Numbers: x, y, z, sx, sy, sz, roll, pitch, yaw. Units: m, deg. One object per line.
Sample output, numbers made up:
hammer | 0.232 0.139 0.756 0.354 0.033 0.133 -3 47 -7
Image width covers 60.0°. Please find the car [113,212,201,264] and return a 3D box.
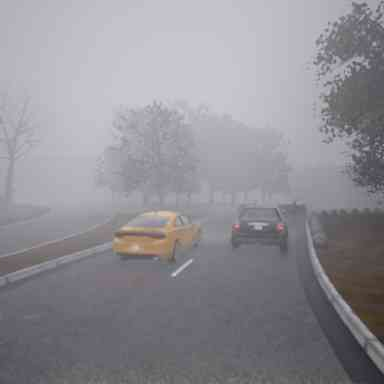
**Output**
car | -1.002 1.441 11.949 1.882 1.535 5.008 0 0 14

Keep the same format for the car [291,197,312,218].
car | 9.175 1.493 30.574 1.882 1.535 5.008 -1 -1 33

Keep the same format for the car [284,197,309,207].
car | 19.663 1.772 62.769 2.097 1.767 4.553 1 -1 -23

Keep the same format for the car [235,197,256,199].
car | 5.567 1.496 30.042 1.837 1.490 4.892 0 -1 28

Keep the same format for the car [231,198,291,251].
car | 3.004 1.308 14.177 2.097 1.767 4.553 0 0 16
